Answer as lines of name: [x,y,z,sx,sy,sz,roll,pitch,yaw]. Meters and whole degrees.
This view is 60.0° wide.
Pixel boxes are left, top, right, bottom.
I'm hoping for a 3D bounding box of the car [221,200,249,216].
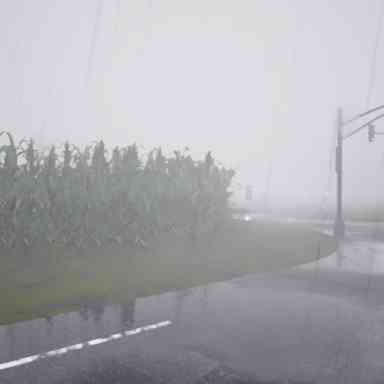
car: [3.282,1.499,32.042,2.033,1.411,5.357,1,0,-26]
